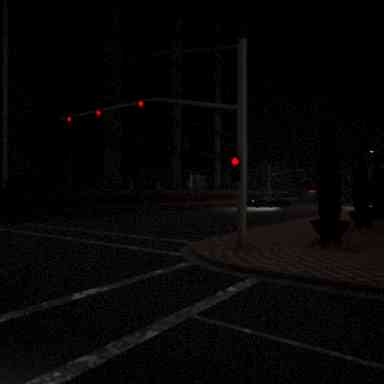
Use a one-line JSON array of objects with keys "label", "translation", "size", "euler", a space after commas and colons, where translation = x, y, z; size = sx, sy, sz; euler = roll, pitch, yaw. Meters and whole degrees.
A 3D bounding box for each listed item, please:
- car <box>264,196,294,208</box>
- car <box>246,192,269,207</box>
[{"label": "car", "translation": [12.636, 1.576, 48.284], "size": [1.895, 1.301, 4.718], "euler": [0, 0, 36]}, {"label": "car", "translation": [9.175, 1.321, 49.480], "size": [2.097, 1.767, 4.553], "euler": [0, 0, 36]}]
